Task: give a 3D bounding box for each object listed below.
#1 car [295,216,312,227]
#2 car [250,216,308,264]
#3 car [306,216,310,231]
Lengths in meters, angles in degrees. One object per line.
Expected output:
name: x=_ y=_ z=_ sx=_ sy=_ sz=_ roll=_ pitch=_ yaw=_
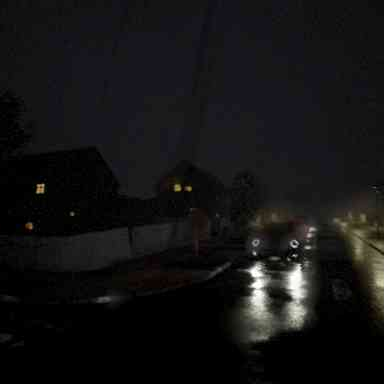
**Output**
car: x=15.173 y=3.967 z=45.155 sx=1.895 sy=1.301 sz=4.718 roll=-1 pitch=-3 yaw=21
car: x=4.133 y=2.221 z=15.666 sx=2.097 sy=1.767 sz=4.553 roll=-1 pitch=-3 yaw=21
car: x=8.044 y=2.867 z=26.117 sx=1.882 sy=1.535 sz=5.008 roll=-1 pitch=-3 yaw=20
